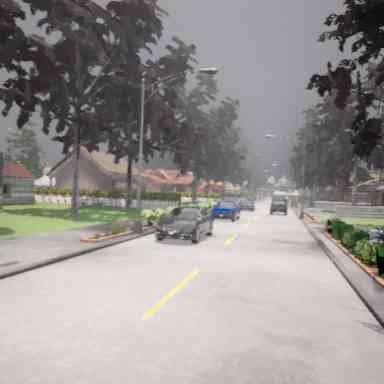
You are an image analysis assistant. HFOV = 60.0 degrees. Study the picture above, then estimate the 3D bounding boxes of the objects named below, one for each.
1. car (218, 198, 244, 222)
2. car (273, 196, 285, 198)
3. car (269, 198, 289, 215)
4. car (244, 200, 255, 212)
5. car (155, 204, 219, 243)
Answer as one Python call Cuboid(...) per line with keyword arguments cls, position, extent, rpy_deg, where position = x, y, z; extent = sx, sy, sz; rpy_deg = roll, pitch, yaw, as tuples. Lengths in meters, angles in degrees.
Cuboid(cls="car", position=(2.841, 1.530, 27.505), extent=(1.882, 1.535, 5.008), rpy_deg=(2, 0, 15))
Cuboid(cls="car", position=(12.893, 1.623, 49.243), extent=(2.150, 2.045, 5.566), rpy_deg=(2, 0, 15))
Cuboid(cls="car", position=(9.915, 1.811, 37.978), extent=(1.837, 1.490, 4.892), rpy_deg=(2, 0, 15))
Cuboid(cls="car", position=(6.982, 1.749, 42.737), extent=(1.994, 1.385, 4.181), rpy_deg=(2, 0, 15))
Cuboid(cls="car", position=(-0.224, 1.461, 16.010), extent=(1.837, 1.490, 4.892), rpy_deg=(2, 0, 15))
